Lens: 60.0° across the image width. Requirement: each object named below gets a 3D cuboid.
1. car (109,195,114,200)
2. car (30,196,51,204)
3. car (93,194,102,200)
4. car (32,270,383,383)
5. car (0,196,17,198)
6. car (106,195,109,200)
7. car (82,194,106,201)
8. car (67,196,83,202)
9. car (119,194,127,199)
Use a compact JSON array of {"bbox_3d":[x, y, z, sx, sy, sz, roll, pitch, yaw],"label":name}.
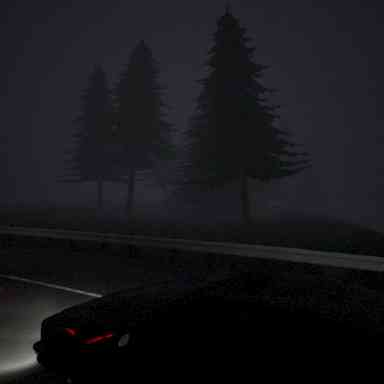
[{"bbox_3d":[-22.519,1.524,91.131,2.128,1.511,4.902,0,0,-11],"label":"car"},{"bbox_3d":[-29.519,1.507,65.069,2.128,1.511,4.902,0,0,8],"label":"car"},{"bbox_3d":[-26.189,1.352,92.037,2.097,1.767,4.553,0,0,-11],"label":"car"},{"bbox_3d":[0.739,1.547,3.203,5.357,1.411,2.033,0,0,34],"label":"car"},{"bbox_3d":[-39.214,1.538,72.304,2.033,1.411,5.357,0,0,5],"label":"car"},{"bbox_3d":[-21.492,1.523,77.375,1.812,1.442,4.674,0,0,1],"label":"car"},{"bbox_3d":[-18.987,1.562,64.688,1.994,1.385,4.181,0,0,8],"label":"car"},{"bbox_3d":[-25.188,1.539,71.975,2.033,1.411,5.357,0,0,5],"label":"car"},{"bbox_3d":[-18.900,1.354,90.729,2.097,1.767,4.553,0,0,-11],"label":"car"}]
